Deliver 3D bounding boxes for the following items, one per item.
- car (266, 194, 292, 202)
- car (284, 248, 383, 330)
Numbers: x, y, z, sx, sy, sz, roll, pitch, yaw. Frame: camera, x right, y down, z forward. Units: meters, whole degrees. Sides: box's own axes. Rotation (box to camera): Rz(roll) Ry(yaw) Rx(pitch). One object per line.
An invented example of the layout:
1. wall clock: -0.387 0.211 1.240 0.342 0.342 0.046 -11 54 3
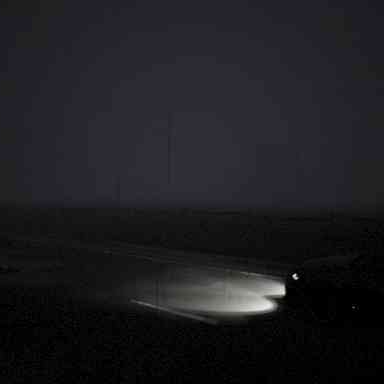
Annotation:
1. car: 16.436 1.252 62.931 4.605 1.855 1.932 0 0 35
2. car: 3.758 1.564 5.611 4.181 1.385 1.994 0 0 35
